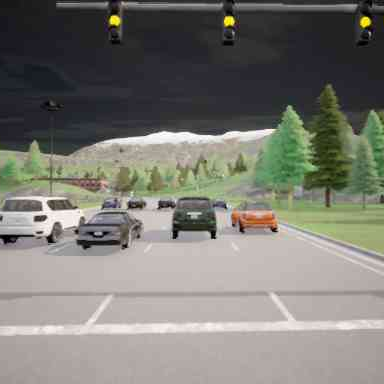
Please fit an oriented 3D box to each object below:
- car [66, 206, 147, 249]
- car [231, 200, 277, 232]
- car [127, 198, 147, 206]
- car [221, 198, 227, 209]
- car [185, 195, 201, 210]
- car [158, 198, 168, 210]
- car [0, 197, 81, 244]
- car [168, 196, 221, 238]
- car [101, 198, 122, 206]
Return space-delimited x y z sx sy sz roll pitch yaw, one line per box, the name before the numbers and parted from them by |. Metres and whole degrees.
car | -3.394 1.550 14.578 2.033 1.411 5.357 0 0 0
car | 3.608 1.355 20.036 2.097 1.767 4.553 0 0 0
car | -6.886 1.486 41.906 1.882 1.535 5.008 0 0 0
car | 3.615 1.534 45.099 1.812 1.442 4.674 0 0 0
car | 0.114 1.360 44.158 2.097 1.767 4.553 0 0 0
car | -3.386 1.486 43.909 1.882 1.535 5.008 0 0 0
car | -6.895 1.225 15.863 2.150 2.045 5.566 0 0 0
car | 0.107 1.225 17.860 2.150 2.045 5.566 0 0 0
car | -10.388 1.535 43.151 1.812 1.442 4.674 0 0 0
